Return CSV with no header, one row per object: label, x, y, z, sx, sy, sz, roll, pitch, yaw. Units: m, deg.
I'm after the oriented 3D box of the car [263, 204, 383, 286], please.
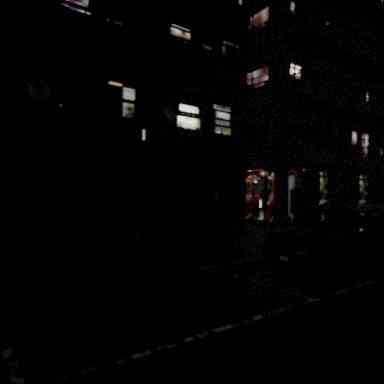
car,4.305,1.306,9.603,5.009,1.841,2.192,0,1,-35
